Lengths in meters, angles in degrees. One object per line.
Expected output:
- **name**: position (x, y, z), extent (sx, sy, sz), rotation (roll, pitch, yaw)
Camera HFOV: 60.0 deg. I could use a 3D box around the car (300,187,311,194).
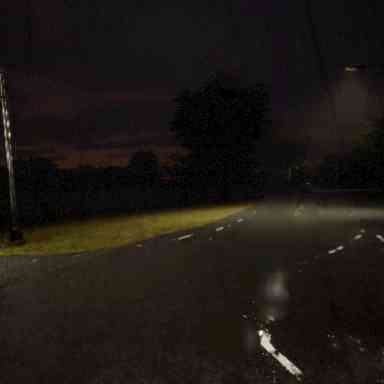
- **car**: position (25.432, -0.307, 74.329), extent (1.837, 1.490, 4.892), rotation (-1, 1, 27)
